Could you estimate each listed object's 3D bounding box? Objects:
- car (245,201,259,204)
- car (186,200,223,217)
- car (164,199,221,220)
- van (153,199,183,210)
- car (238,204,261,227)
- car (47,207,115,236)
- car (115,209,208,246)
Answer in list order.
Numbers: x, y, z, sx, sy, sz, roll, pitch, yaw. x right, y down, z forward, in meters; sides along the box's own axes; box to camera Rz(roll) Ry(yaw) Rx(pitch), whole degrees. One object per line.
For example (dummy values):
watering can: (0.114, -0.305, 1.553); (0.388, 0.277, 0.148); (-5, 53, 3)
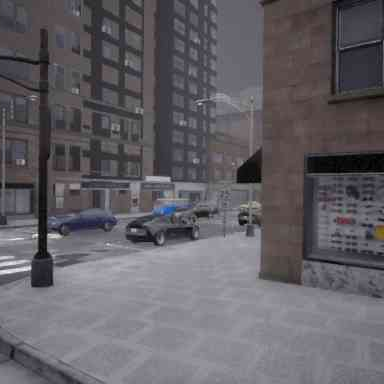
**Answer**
car: (7.698, 1.824, 43.604); (1.752, 1.417, 4.829); (0, 0, 36)
car: (1.368, 1.646, 34.825); (1.967, 1.590, 4.097); (0, 0, 36)
car: (0.155, 1.685, 28.753); (2.128, 1.511, 4.902); (1, 1, 35)
van: (-1.845, 1.503, 30.367); (1.690, 1.788, 3.998); (0, 0, 36)
car: (5.066, 1.851, 25.380); (1.947, 1.339, 4.313); (0, 0, 36)
car: (-6.503, 1.634, 19.508); (1.812, 1.442, 4.674); (1, 0, 37)
car: (-1.364, 1.765, 16.463); (1.947, 1.339, 4.313); (0, 0, 36)
